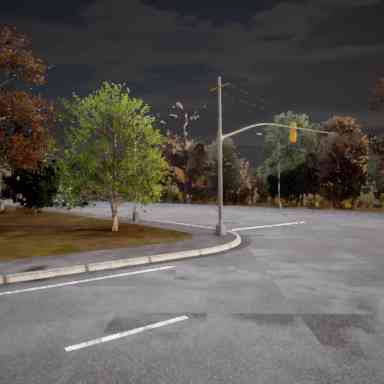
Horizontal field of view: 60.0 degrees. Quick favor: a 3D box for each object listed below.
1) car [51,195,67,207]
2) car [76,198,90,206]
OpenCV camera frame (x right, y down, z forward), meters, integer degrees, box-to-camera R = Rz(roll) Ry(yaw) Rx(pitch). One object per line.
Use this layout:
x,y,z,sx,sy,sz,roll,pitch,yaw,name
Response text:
-20.773,1.207,50.340,2.150,2.045,5.566,-1,0,-39,car
-17.623,1.534,52.004,1.895,1.301,4.718,-1,0,-38,car
